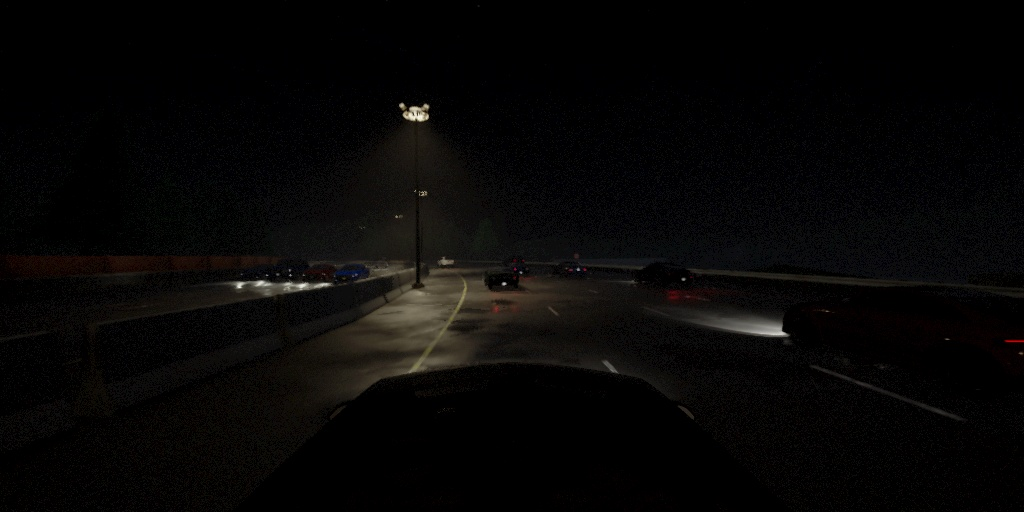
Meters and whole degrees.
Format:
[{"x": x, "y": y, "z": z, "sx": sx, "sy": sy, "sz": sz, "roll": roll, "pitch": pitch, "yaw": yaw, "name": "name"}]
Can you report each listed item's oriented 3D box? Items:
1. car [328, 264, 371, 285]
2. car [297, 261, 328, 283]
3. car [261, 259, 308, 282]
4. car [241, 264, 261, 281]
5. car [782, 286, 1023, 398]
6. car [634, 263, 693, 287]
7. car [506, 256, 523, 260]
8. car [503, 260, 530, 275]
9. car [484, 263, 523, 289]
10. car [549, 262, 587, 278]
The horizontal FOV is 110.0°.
[{"x": -12.863, "y": 1.408, "z": 29.045, "sx": 1.882, "sy": 1.535, "sz": 5.008, "roll": -1, "pitch": 0, "yaw": -10, "name": "car"}, {"x": -16.950, "y": 1.466, "z": 31.946, "sx": 1.882, "sy": 1.535, "sz": 5.008, "roll": -1, "pitch": 0, "yaw": -11, "name": "car"}, {"x": -20.885, "y": 1.267, "z": 33.834, "sx": 2.150, "sy": 2.045, "sz": 5.566, "roll": -1, "pitch": 0, "yaw": -12, "name": "car"}, {"x": -24.866, "y": 1.577, "z": 35.575, "sx": 1.882, "sy": 1.535, "sz": 5.008, "roll": -1, "pitch": 0, "yaw": -13, "name": "car"}, {"x": 7.100, "y": 1.214, "z": 6.330, "sx": 1.994, "sy": 1.385, "sz": 4.181, "roll": -1, "pitch": 0, "yaw": -2, "name": "car"}, {"x": 9.522, "y": 1.142, "z": 22.815, "sx": 1.812, "sy": 1.442, "sz": 4.674, "roll": 0, "pitch": 0, "yaw": -7, "name": "car"}, {"x": 0.272, "y": 0.968, "z": 63.146, "sx": 2.150, "sy": 2.045, "sz": 5.566, "roll": 0, "pitch": 0, "yaw": -21, "name": "car"}, {"x": 0.383, "y": 1.346, "z": 37.737, "sx": 1.895, "sy": 1.301, "sz": 4.718, "roll": -1, "pitch": 0, "yaw": -13, "name": "car"}, {"x": -0.801, "y": 1.363, "z": 23.521, "sx": 1.895, "sy": 1.301, "sz": 4.718, "roll": -1, "pitch": 0, "yaw": -9, "name": "car"}, {"x": 5.048, "y": 1.227, "z": 32.753, "sx": 2.033, "sy": 1.411, "sz": 5.357, "roll": -1, "pitch": 0, "yaw": -13, "name": "car"}]
